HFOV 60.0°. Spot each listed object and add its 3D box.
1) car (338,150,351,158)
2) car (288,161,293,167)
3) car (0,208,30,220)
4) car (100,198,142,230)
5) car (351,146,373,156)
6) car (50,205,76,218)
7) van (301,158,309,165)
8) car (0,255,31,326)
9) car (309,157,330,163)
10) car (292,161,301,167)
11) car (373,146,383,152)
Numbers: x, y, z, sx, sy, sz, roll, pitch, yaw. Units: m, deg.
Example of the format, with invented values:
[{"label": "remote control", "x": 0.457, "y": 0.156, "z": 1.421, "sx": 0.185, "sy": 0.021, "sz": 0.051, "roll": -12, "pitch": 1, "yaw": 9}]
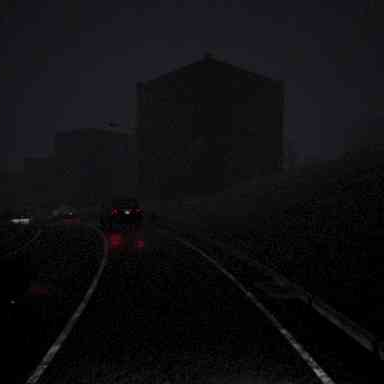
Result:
[{"label": "car", "x": 23.120, "y": -5.314, "z": 48.537, "sx": 2.185, "sy": 1.767, "sz": 4.553, "roll": 0, "pitch": 1, "yaw": 1}, {"label": "car", "x": 23.582, "y": -6.046, "z": 76.069, "sx": 2.435, "sy": 2.045, "sz": 5.566, "roll": 0, "pitch": 1, "yaw": 1}, {"label": "car", "x": -22.136, "y": 2.694, "z": 41.444, "sx": 5.357, "sy": 1.411, "sz": 2.033, "roll": -4, "pitch": -1, "yaw": 43}, {"label": "car", "x": -5.078, "y": 1.437, "z": 23.368, "sx": 2.150, "sy": 2.045, "sz": 5.566, "roll": -1, "pitch": -1, "yaw": -22}, {"label": "car", "x": 23.027, "y": -5.179, "z": 43.019, "sx": 2.185, "sy": 1.767, "sz": 4.553, "roll": 0, "pitch": 1, "yaw": 1}, {"label": "car", "x": -15.284, "y": 2.303, "z": 39.479, "sx": 1.812, "sy": 1.442, "sz": 4.674, "roll": -2, "pitch": -1, "yaw": -41}, {"label": "van", "x": 23.395, "y": -5.791, "z": 64.943, "sx": 1.878, "sy": 1.987, "sz": 4.442, "roll": 0, "pitch": 1, "yaw": 1}, {"label": "car", "x": -3.949, "y": 1.574, "z": 4.338, "sx": 2.033, "sy": 1.411, "sz": 5.357, "roll": 0, "pitch": 0, "yaw": -5}, {"label": "car", "x": 23.304, "y": -5.445, "z": 59.552, "sx": 2.231, "sy": 1.521, "sz": 4.892, "roll": 0, "pitch": 1, "yaw": 1}, {"label": "car", "x": 23.491, "y": -5.644, "z": 70.589, "sx": 2.002, "sy": 1.452, "sz": 4.674, "roll": 0, "pitch": 1, "yaw": 1}, {"label": "car", "x": 22.932, "y": -4.871, "z": 37.349, "sx": 2.002, "sy": 1.452, "sz": 4.674, "roll": 0, "pitch": 1, "yaw": 1}]
